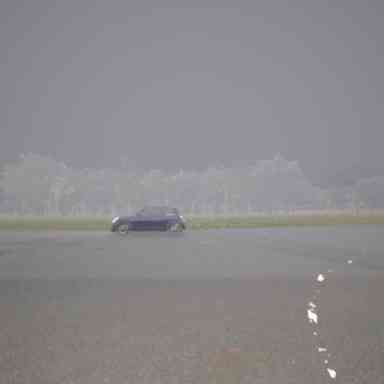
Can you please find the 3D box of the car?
[{"bbox_3d":[-2.609,1.658,20.431,4.553,1.767,2.097,0,-2,-1],"label":"car"}]
